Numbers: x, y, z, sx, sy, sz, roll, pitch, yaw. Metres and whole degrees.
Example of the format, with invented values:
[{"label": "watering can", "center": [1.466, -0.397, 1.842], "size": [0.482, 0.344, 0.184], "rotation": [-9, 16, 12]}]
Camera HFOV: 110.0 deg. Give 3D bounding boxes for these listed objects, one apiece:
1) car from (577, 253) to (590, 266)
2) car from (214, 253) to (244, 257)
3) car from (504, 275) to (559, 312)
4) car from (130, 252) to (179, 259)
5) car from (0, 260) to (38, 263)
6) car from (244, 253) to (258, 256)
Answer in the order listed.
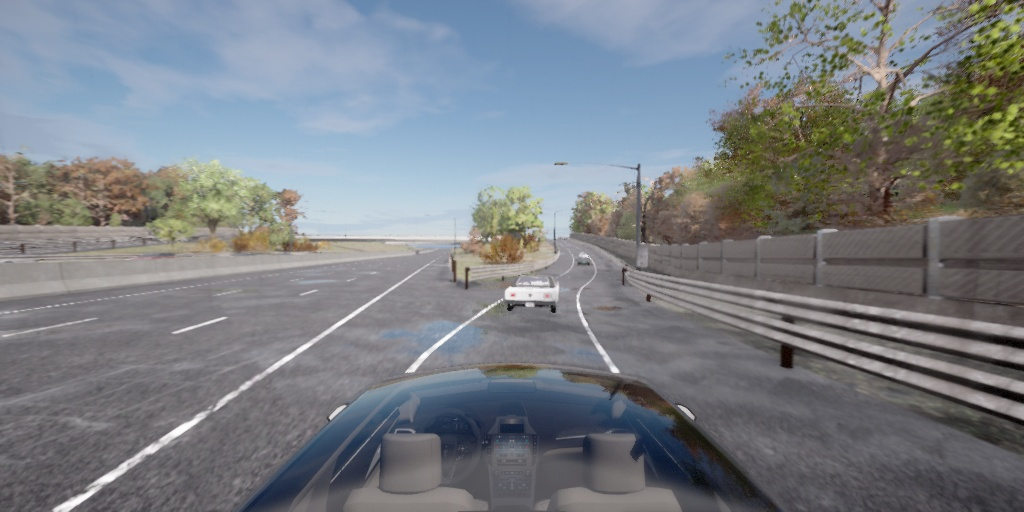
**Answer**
[{"label": "car", "center": [11.748, 0.790, 58.797], "size": [1.994, 1.385, 4.181], "rotation": [1, 3, 11]}, {"label": "car", "center": [-33.184, 0.558, 40.785], "size": [1.895, 1.301, 4.718], "rotation": [0, 1, -9]}, {"label": "car", "center": [0.982, 1.424, 14.723], "size": [1.895, 1.301, 4.718], "rotation": [1, 0, 9]}, {"label": "car", "center": [-35.936, 0.365, 36.050], "size": [2.097, 1.767, 4.553], "rotation": [0, 1, -10]}, {"label": "car", "center": [-29.797, 0.869, 21.033], "size": [1.895, 1.301, 4.718], "rotation": [0, 1, -10]}, {"label": "car", "center": [-38.661, 0.268, 52.025], "size": [1.837, 1.490, 4.892], "rotation": [0, 1, -9]}]
